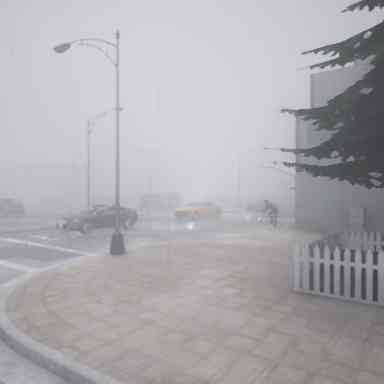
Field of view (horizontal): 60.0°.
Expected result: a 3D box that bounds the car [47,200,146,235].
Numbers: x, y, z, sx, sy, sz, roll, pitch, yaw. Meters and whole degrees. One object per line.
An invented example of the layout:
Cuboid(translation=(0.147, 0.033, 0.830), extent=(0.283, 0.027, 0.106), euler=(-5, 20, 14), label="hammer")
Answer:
Cuboid(translation=(-5.233, 1.448, 18.869), extent=(2.128, 1.511, 4.902), euler=(0, 0, 36), label="car")

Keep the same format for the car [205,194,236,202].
Cuboid(translation=(4.281, 1.100, 55.784), extent=(5.027, 1.636, 2.152), euler=(0, 0, 36), label="car")

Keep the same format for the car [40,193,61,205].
Cuboid(translation=(-21.751, 1.231, 50.861), extent=(3.633, 1.501, 1.845), euler=(0, 0, 36), label="car")

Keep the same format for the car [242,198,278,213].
Cuboid(translation=(7.677, 1.558, 36.552), extent=(1.895, 1.301, 4.718), euler=(0, 0, 36), label="car")

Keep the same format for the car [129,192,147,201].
Cuboid(translation=(-12.341, 0.976, 75.850), extent=(3.866, 1.878, 1.905), euler=(0, 0, 36), label="car")

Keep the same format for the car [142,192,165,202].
Cuboid(translation=(-7.919, 1.011, 68.559), extent=(4.605, 1.855, 1.932), euler=(0, 0, 36), label="car")

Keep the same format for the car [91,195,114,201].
Cuboid(translation=(-15.831, 1.210, 58.912), extent=(4.514, 1.523, 2.007), euler=(0, 0, 36), label="car")

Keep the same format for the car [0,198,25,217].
Cuboid(translation=(-15.690, 1.320, 27.916), extent=(3.633, 1.501, 1.845), euler=(0, 0, 36), label="car")

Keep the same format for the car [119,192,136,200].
Cuboid(translation=(-14.794, 1.259, 73.523), extent=(3.806, 1.475, 1.970), euler=(0, 0, 36), label="car")

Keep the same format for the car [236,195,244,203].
Cuboid(translation=(7.799, 1.178, 61.161), extent=(3.806, 1.475, 1.970), euler=(0, 0, 36), label="car")

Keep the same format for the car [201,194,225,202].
Cuboid(translation=(4.260, 1.231, 68.273), extent=(4.514, 1.523, 2.007), euler=(0, 0, 36), label="car")

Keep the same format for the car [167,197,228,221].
Cuboid(translation=(0.561, 1.434, 26.809), extent=(1.882, 1.535, 5.008), euler=(0, 0, 36), label="car")

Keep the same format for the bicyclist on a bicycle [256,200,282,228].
Cuboid(translation=(4.517, 1.271, 19.530), extent=(1.656, 1.620, 0.582), euler=(0, 0, 36), label="bicyclist on a bicycle")

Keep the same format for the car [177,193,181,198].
Cuboid(translation=(-3.255, 1.023, 45.444), extent=(3.866, 1.878, 1.905), euler=(0, 0, 36), label="car")

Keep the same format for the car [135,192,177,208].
Cuboid(translation=(-4.633, 1.044, 42.853), extent=(4.605, 1.855, 1.932), euler=(0, 0, 36), label="car")

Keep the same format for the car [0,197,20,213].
Cuboid(translation=(-19.932, 1.316, 34.696), extent=(3.806, 1.475, 1.970), euler=(0, 0, 36), label="car")
